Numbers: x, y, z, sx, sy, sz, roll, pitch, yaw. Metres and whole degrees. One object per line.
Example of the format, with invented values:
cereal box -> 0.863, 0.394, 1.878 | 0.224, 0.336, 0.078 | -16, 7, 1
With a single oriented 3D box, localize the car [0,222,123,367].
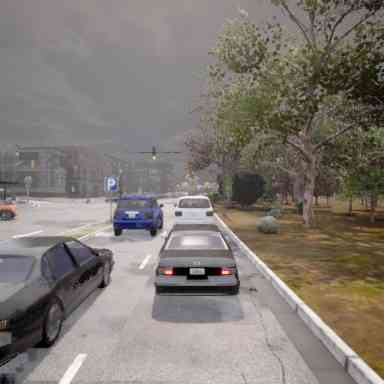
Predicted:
car -> -2.909, 1.551, 6.183 | 2.033, 1.411, 5.357 | 0, 0, 0

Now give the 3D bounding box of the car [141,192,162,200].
car -> -11.164, 1.066, 91.721 | 5.566, 2.045, 2.435 | -1, 0, -12

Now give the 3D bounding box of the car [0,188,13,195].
car -> -31.263, 0.138, 55.613 | 2.002, 1.452, 4.674 | 6, -3, -19

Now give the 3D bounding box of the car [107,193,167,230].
car -> -2.883, 1.247, 18.734 | 2.150, 2.045, 5.566 | 0, 0, 0

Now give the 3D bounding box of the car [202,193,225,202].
car -> 4.543, 1.143, 70.372 | 4.553, 1.767, 2.185 | 1, 0, -14

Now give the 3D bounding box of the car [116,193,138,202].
car -> -13.830, 1.197, 70.720 | 4.553, 1.767, 2.185 | -1, 0, -14

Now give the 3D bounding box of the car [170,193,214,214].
car -> 0.119, 1.246, 19.055 | 2.150, 2.045, 5.566 | 0, 0, 0

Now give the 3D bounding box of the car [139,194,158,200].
car -> -11.609, 1.358, 88.714 | 4.674, 1.452, 2.002 | -1, 0, -12

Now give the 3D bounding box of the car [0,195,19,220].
car -> -16.674, 1.405, 26.964 | 4.553, 1.767, 2.185 | -1, 0, -19

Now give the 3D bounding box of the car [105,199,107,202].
car -> -14.558, 1.359, 64.774 | 4.792, 1.488, 2.163 | -1, 0, -15

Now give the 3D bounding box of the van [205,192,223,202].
van -> 4.165, 1.044, 67.402 | 4.442, 1.987, 1.878 | 1, 0, -14

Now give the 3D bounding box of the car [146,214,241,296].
car -> 0.091, 1.556, 8.820 | 2.033, 1.411, 5.357 | 0, 0, 0

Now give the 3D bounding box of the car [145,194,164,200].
car -> -10.747, 1.317, 94.700 | 5.008, 1.535, 2.097 | -1, 0, -12
